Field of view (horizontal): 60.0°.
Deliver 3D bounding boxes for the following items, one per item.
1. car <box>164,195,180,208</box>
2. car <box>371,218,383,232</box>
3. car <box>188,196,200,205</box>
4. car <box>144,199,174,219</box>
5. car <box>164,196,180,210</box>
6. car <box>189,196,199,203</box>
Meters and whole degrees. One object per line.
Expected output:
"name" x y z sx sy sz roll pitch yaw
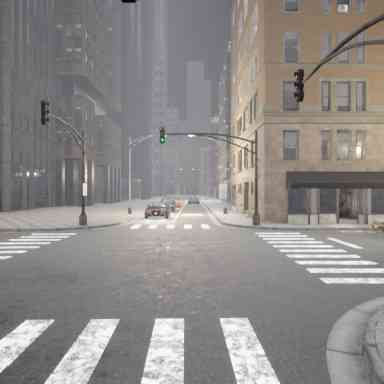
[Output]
"car" -2.887 1.368 49.143 2.097 1.767 4.553 0 0 0
"car" 12.186 1.519 17.694 4.829 1.417 1.752 0 0 -1
"car" 0.339 1.569 59.919 1.994 1.385 4.181 0 0 0
"car" -2.978 1.573 29.390 1.994 1.385 4.181 0 0 0
"car" -2.932 1.505 39.244 2.128 1.511 4.902 0 0 0
"car" 0.375 1.545 69.869 1.994 1.385 4.181 0 0 0
